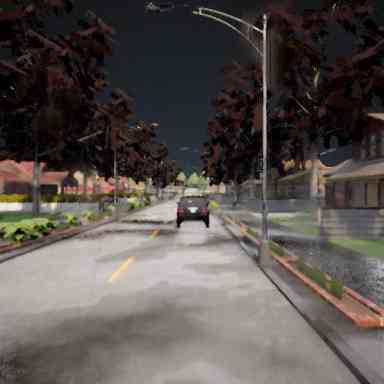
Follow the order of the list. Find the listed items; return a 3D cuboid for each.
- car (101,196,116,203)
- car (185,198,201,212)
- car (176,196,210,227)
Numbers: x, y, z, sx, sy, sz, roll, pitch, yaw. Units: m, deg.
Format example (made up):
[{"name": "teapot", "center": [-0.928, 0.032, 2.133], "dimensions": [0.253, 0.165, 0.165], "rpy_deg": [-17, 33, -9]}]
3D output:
[{"name": "car", "center": [-16.667, 1.373, 61.014], "dimensions": [5.357, 1.415, 2.033], "rpy_deg": [0, 0, 0]}, {"name": "car", "center": [0.070, 1.557, 40.636], "dimensions": [1.812, 1.442, 4.674], "rpy_deg": [0, 0, 0]}, {"name": "car", "center": [0.073, 1.243, 23.115], "dimensions": [2.150, 2.045, 5.566], "rpy_deg": [0, 0, 0]}]
